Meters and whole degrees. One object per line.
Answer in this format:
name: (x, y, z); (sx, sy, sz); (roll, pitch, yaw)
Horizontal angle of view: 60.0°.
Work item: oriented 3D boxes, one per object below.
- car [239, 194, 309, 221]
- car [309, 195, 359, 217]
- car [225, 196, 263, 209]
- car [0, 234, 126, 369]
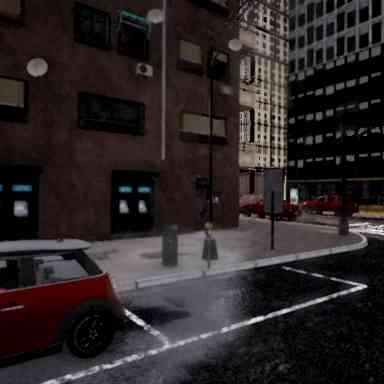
car: (5.816, 1.122, 25.283); (2.192, 1.841, 5.009); (2, 0, -36)
car: (12.559, 1.190, 30.256); (2.192, 1.841, 5.009); (2, 0, -36)
car: (6.033, 1.233, 39.233); (1.947, 1.339, 4.313); (2, 0, -36)
car: (-3.064, 1.440, 4.371); (4.097, 1.590, 1.967); (0, 0, -35)
